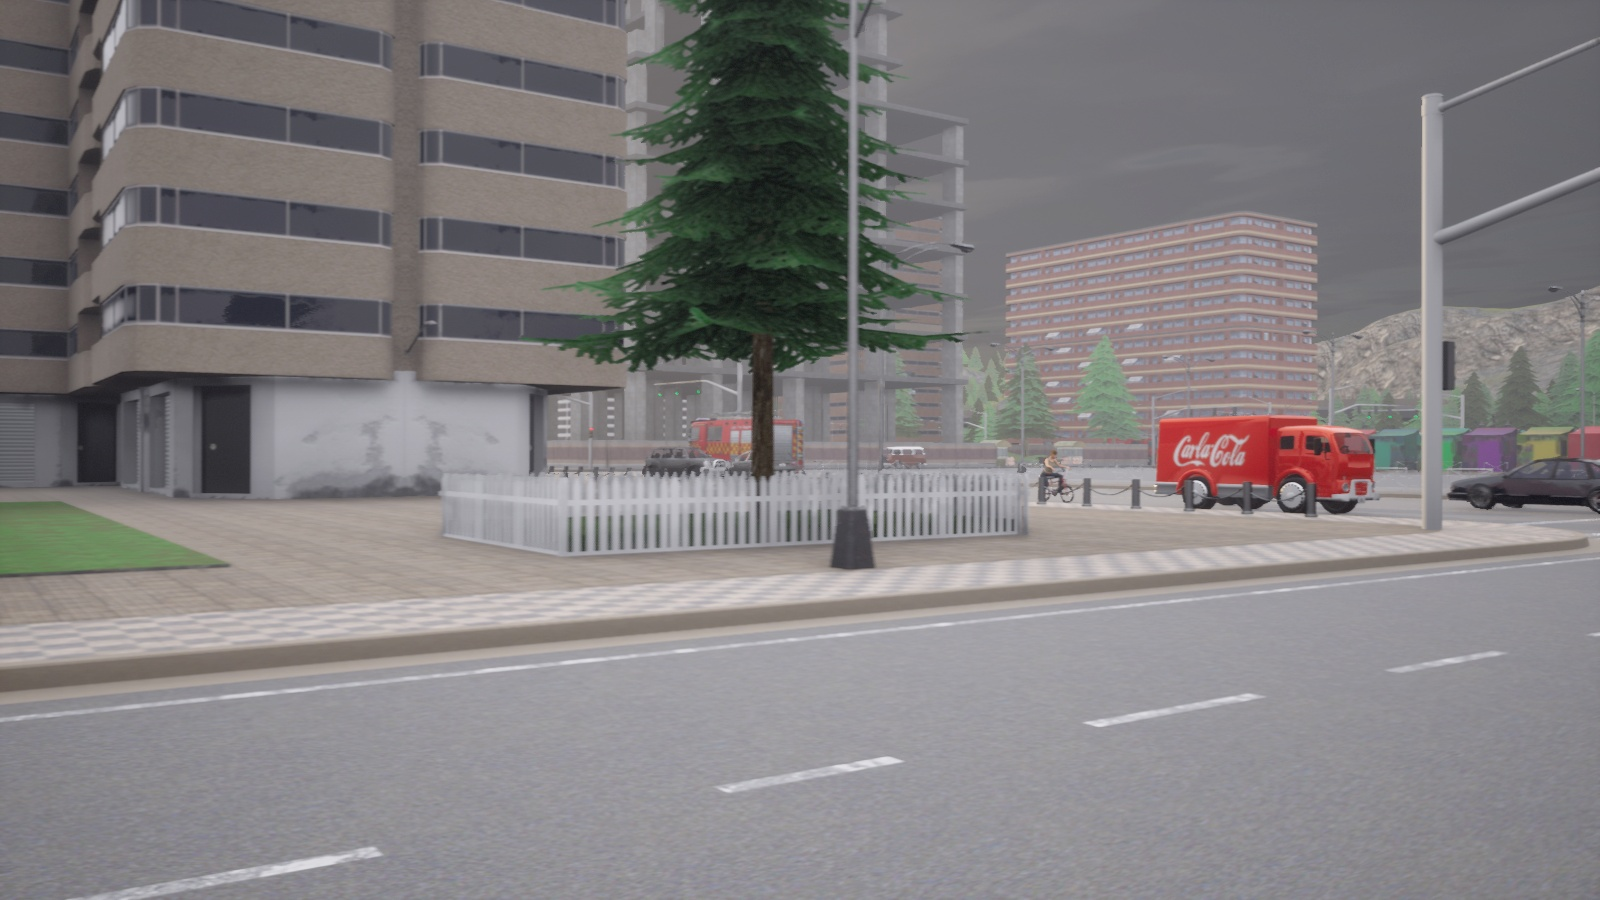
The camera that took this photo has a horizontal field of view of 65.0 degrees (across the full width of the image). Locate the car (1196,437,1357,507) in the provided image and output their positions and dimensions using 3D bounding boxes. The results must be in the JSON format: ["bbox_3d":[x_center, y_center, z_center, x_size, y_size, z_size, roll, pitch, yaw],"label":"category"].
[{"bbox_3d":[13.485,0.600,35.718,1.905,1.878,3.866,0,0,-35],"label":"car"}]

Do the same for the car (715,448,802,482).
[{"bbox_3d":[-2.169,0.751,64.180,2.242,1.667,4.611,0,0,-35],"label":"car"}]

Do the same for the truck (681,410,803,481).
[{"bbox_3d":[-3.443,-0.236,72.097,2.891,3.827,8.468,0,0,-35],"label":"truck"}]

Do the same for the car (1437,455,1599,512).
[{"bbox_3d":[19.822,0.831,32.833,2.033,1.411,5.357,0,0,-34],"label":"car"}]

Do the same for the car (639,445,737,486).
[{"bbox_3d":[-5.293,0.718,59.143,4.605,1.855,1.932,0,0,41],"label":"car"}]

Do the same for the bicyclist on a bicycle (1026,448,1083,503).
[{"bbox_3d":[7.672,0.758,37.925,0.866,1.612,1.509,0,0,-35],"label":"bicyclist on a bicycle"}]

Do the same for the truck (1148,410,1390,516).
[{"bbox_3d":[11.822,0.312,31.992,2.627,2.467,5.204,0,0,-35],"label":"truck"}]
